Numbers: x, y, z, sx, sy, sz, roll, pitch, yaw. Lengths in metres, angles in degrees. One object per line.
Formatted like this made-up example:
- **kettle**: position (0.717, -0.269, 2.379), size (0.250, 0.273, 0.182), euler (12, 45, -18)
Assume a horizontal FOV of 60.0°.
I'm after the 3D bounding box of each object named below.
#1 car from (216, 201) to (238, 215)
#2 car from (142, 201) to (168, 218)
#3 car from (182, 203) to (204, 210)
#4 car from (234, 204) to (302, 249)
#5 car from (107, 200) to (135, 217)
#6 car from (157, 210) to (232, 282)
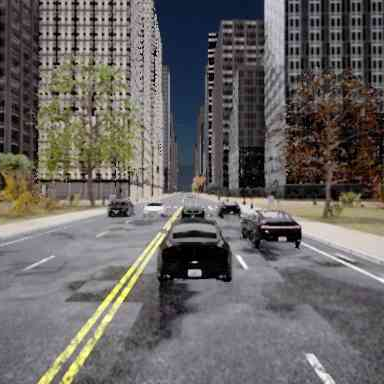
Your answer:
- **car**: position (3.333, 1.535, 30.272), size (2.128, 1.511, 4.902), euler (0, 0, 0)
- **car**: position (-3.355, 1.569, 30.538), size (1.812, 1.442, 4.674), euler (0, 0, 0)
- **car**: position (0.083, 1.643, 28.970), size (1.895, 1.301, 4.718), euler (0, 0, 0)
- **car**: position (3.335, 1.516, 14.664), size (2.128, 1.511, 4.902), euler (0, 0, 0)
- **car**: position (-6.603, 1.549, 31.376), size (1.837, 1.490, 4.892), euler (0, 0, 0)
- **car**: position (0.073, 1.524, 9.756), size (1.837, 1.490, 4.892), euler (0, 0, 0)
